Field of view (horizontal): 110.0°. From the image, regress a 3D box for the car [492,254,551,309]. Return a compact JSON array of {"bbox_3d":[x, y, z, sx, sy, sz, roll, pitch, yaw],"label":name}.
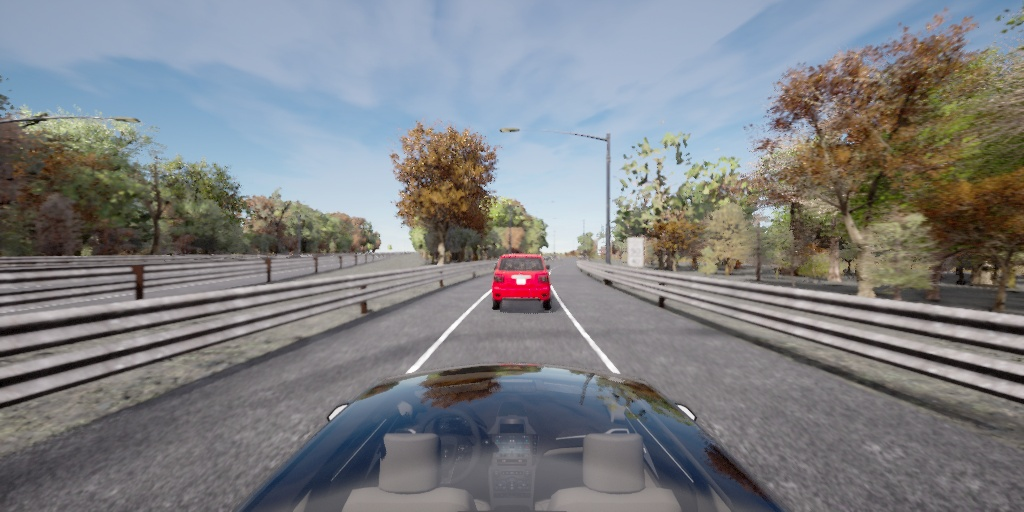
[{"bbox_3d":[0.422,0.939,14.859,2.150,2.045,5.566,0,0,2],"label":"car"}]
